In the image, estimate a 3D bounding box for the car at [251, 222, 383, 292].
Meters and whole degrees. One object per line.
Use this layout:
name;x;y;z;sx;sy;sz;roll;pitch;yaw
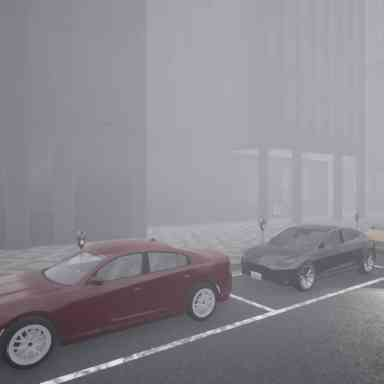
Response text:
car;3.262;1.566;8.966;4.313;1.339;1.947;0;0;-35

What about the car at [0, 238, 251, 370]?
car;-1.330;1.545;5.699;4.507;1.381;1.887;0;0;-35
